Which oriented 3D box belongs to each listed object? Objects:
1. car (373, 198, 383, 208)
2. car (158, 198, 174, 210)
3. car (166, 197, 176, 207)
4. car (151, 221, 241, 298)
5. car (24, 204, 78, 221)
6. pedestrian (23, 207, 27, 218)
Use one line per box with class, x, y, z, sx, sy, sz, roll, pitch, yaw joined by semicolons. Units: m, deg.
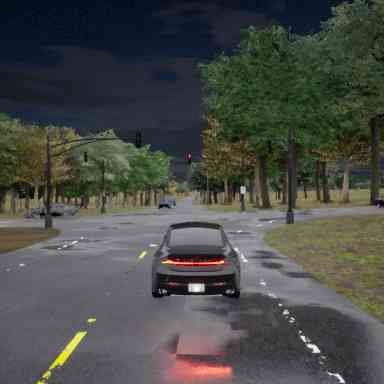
car;19.525;0.784;30.819;4.718;1.301;1.895;-2;-1;2
car;-4.220;2.026;51.397;1.895;1.301;4.718;0;-1;-1
car;-4.537;1.976;69.285;2.150;2.045;5.566;0;-1;-1
car;0.084;1.508;8.517;1.837;1.490;4.892;0;0;0
car;-13.767;1.939;32.745;4.902;1.511;2.128;-2;0;-18
pedestrian;-18.108;2.202;36.112;0.375;1.300;0.375;0;1;2
